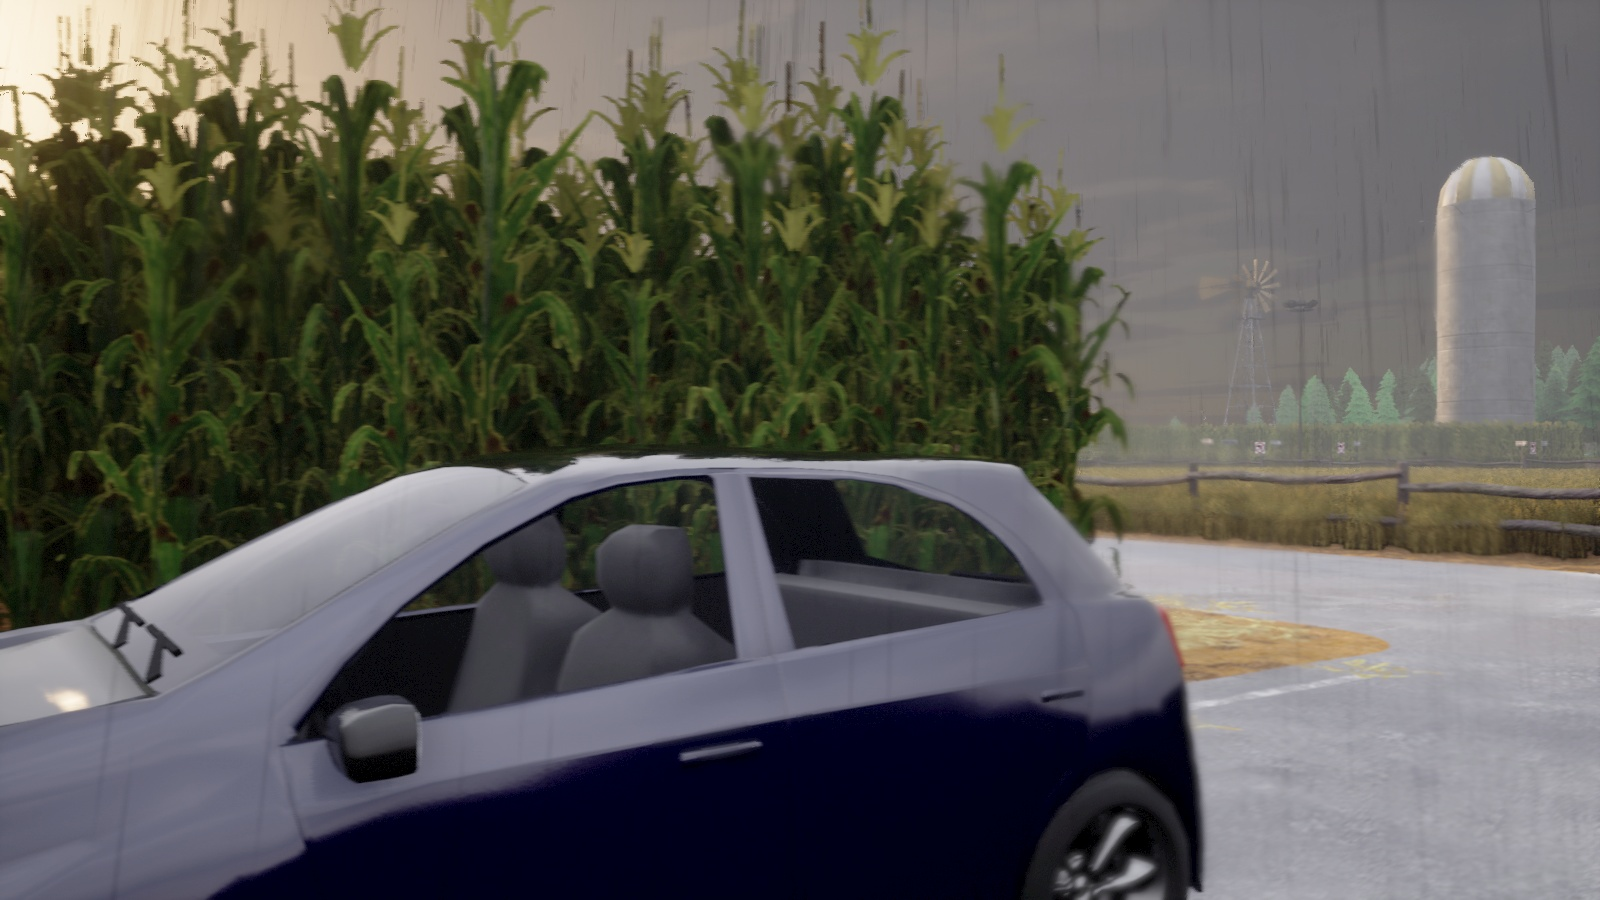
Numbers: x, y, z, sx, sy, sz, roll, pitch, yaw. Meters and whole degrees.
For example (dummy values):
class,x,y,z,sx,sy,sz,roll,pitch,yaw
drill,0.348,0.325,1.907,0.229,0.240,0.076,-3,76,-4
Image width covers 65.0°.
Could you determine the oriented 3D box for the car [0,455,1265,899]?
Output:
class,x,y,z,sx,sy,sz,roll,pitch,yaw
car,-0.754,0.768,3.134,3.633,1.501,1.845,0,0,-35
